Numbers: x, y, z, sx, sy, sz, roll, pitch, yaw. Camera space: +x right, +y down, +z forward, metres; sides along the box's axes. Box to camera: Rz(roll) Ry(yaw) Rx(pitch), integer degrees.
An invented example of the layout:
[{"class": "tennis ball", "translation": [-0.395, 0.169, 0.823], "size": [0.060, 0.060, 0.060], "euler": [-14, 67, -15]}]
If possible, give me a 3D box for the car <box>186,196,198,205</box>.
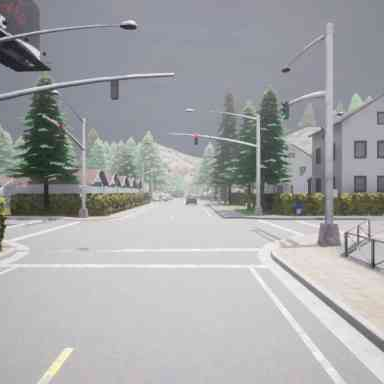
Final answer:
[{"class": "car", "translation": [-0.081, 1.505, 59.182], "size": [1.837, 1.490, 4.892], "euler": [0, 0, 0]}]
